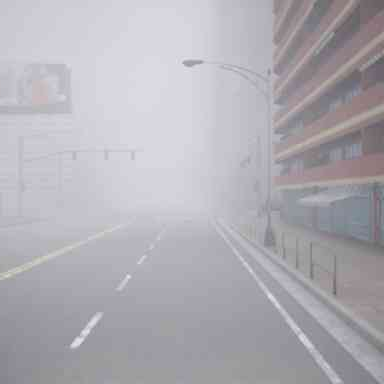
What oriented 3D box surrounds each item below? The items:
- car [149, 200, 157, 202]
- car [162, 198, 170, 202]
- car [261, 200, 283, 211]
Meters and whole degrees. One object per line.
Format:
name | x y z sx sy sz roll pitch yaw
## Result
car | -10.504 2.418 89.611 2.033 1.411 5.357 0 -1 0
car | -7.004 2.234 89.643 2.097 1.767 4.553 0 -1 0
car | 10.305 1.589 39.076 4.553 1.767 2.097 0 -1 0
